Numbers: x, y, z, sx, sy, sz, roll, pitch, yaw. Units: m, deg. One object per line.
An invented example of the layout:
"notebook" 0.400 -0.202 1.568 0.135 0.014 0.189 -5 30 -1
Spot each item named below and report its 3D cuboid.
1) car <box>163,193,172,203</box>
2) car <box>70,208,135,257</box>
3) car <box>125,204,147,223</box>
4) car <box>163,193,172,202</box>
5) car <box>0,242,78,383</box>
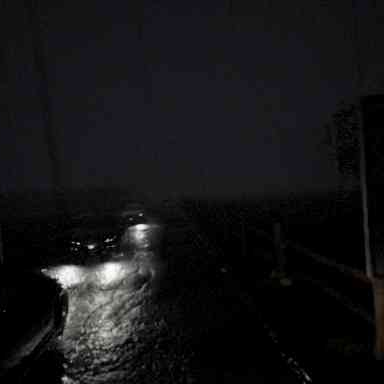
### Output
"car" -5.354 1.644 73.044 1.837 1.490 4.892 -3 0 -4
"car" -3.741 1.694 14.126 1.837 1.490 4.892 -3 0 -5
"car" -4.713 1.749 27.220 1.812 1.442 4.674 -3 0 -4
"car" -6.145 1.251 83.189 2.150 2.045 5.566 -3 0 -4
"car" -2.973 1.723 4.011 1.994 1.385 4.181 -3 0 -5
